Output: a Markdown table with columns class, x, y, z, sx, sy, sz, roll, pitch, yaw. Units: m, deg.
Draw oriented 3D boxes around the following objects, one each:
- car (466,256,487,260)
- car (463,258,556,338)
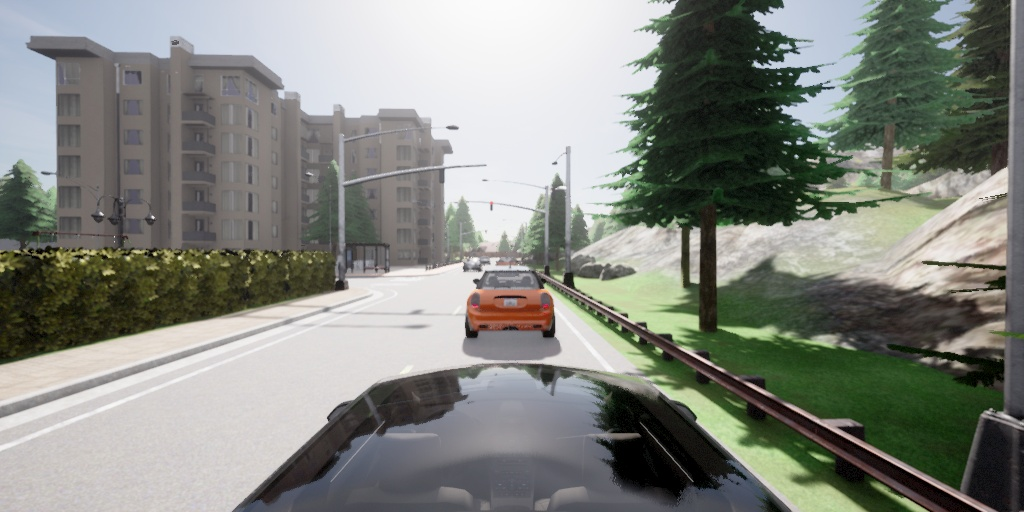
| class | x | y | z | sx | sy | sz | roll | pitch | yaw |
| --- | --- | --- | --- | --- | --- | --- | --- | --- | --- |
| car | -4.270 | 0.959 | 39.258 | 2.128 | 1.511 | 4.902 | 0 | 0 | -1 |
| car | -0.062 | 1.039 | 10.099 | 2.097 | 1.767 | 4.553 | 0 | 0 | -1 |
